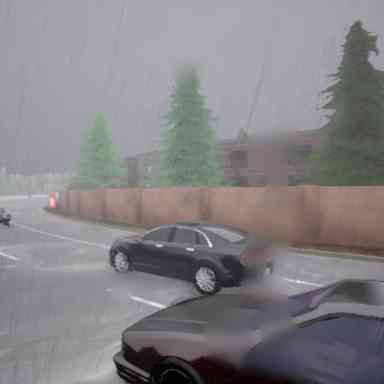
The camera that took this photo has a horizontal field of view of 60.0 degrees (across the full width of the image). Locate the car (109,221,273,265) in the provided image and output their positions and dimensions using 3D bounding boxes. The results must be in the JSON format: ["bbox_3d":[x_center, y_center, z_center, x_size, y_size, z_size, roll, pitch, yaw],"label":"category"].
[{"bbox_3d":[-0.219,1.535,8.847,4.892,1.490,1.837,0,0,39],"label":"car"}]

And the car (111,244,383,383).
[{"bbox_3d":[1.733,1.561,2.825,5.357,1.411,2.033,0,0,36],"label":"car"}]

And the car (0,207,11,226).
[{"bbox_3d":[-14.002,1.650,23.057,1.895,1.301,4.718,0,0,-38],"label":"car"}]

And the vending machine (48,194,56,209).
[{"bbox_3d":[-19.733,1.312,46.919,1.100,2.100,0.880,0,0,-22],"label":"vending machine"}]
